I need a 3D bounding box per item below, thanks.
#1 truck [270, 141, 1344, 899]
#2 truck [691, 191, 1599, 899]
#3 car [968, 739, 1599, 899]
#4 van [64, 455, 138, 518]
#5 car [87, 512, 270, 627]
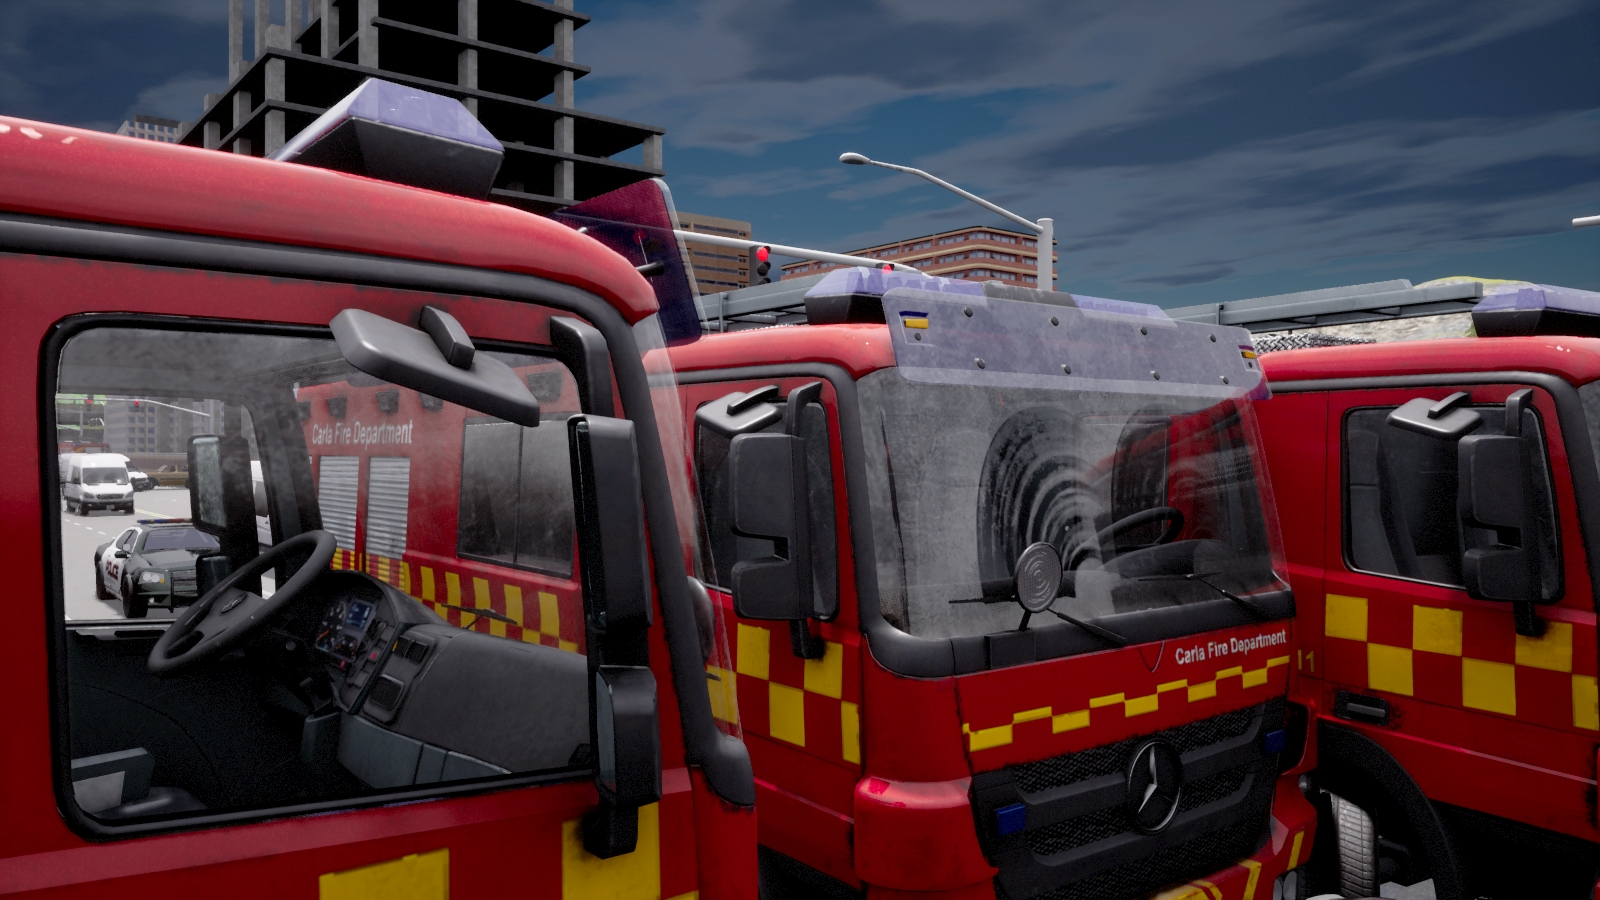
[{"bbox_3d":[-1.099,0.890,8.003,2.891,3.827,8.468,0,0,-38],"label":"truck"},{"bbox_3d":[2.348,0.890,8.605,2.891,3.827,8.468,0,0,-31],"label":"truck"},{"bbox_3d":[2.437,2.065,3.109,1.970,1.475,3.806,0,0,-30],"label":"car"},{"bbox_3d":[-30.793,1.534,50.220,1.988,2.561,5.915,0,0,-39],"label":"van"},{"bbox_3d":[-11.386,2.037,20.746,2.038,1.542,4.974,0,0,-39],"label":"car"}]
